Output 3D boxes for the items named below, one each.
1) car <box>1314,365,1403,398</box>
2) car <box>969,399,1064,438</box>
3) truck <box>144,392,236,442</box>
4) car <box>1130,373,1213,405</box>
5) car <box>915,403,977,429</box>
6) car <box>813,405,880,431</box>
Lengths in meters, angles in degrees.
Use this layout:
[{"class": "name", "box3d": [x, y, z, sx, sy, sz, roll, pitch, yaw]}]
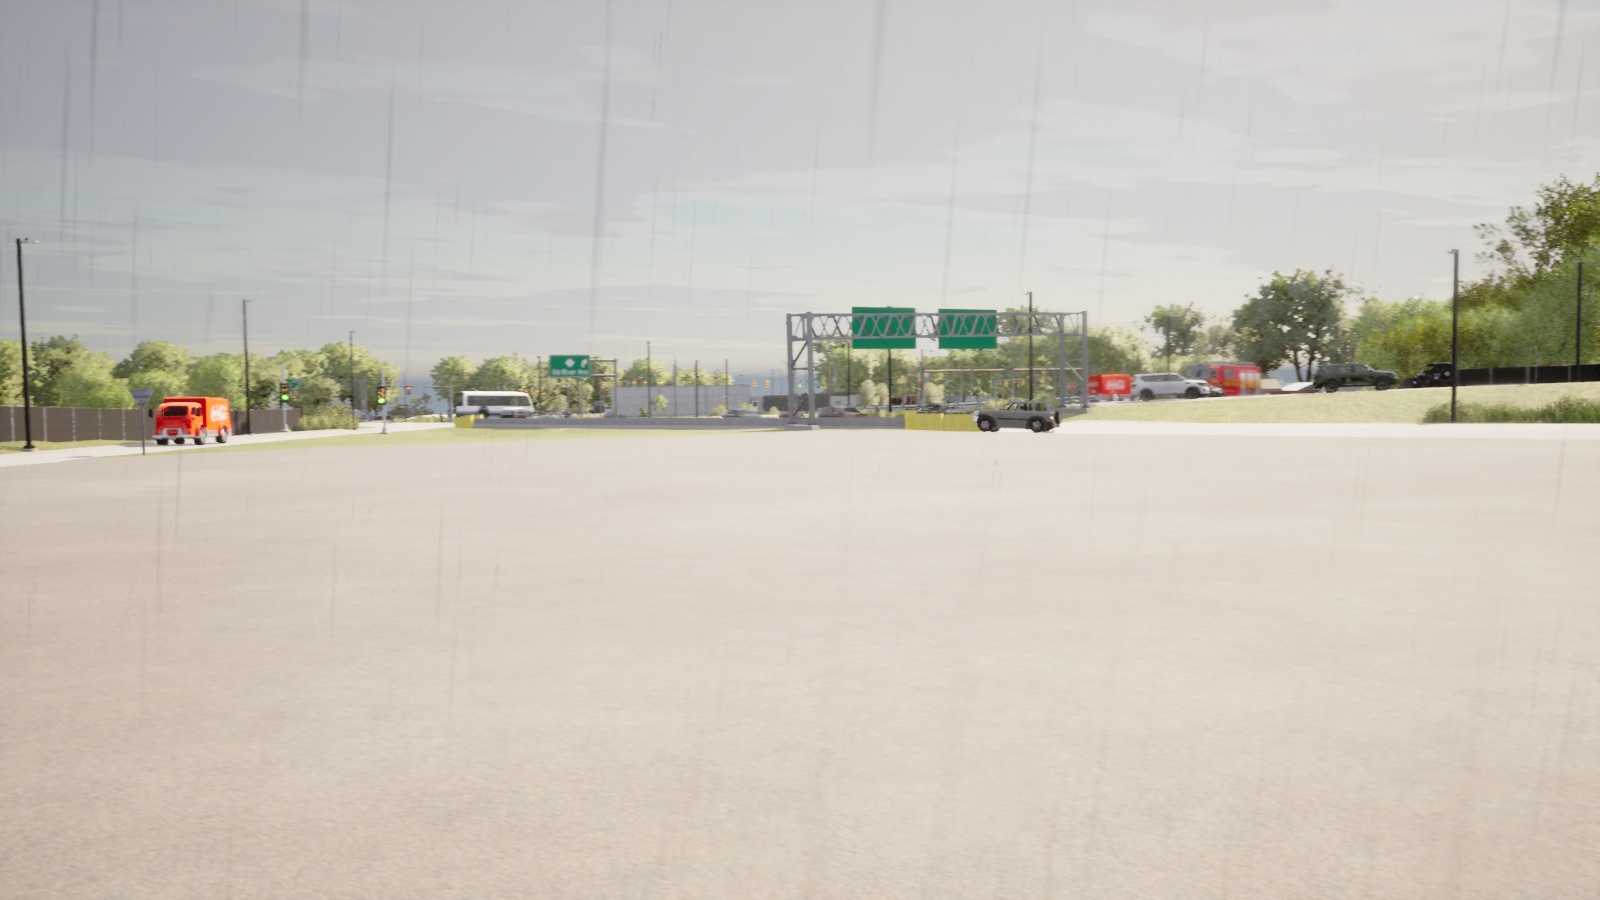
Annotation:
[{"class": "car", "box3d": [38.921, -4.778, 87.701, 5.566, 2.045, 2.150, -1, 2, 22]}, {"class": "car", "box3d": [11.665, -1.714, 67.662, 4.605, 1.855, 1.932, 3, 1, 26]}, {"class": "truck", "box3d": [-31.523, -1.731, 65.106, 2.627, 2.467, 5.204, -1, 2, -6]}, {"class": "car", "box3d": [27.327, -4.474, 92.327, 5.566, 2.045, 2.150, -1, 2, 23]}, {"class": "car", "box3d": [9.472, -2.188, 81.503, 1.851, 1.617, 3.988, -3, 3, -33]}, {"class": "car", "box3d": [3.125, -2.162, 84.784, 2.033, 1.649, 4.856, -3, 3, -33]}]
